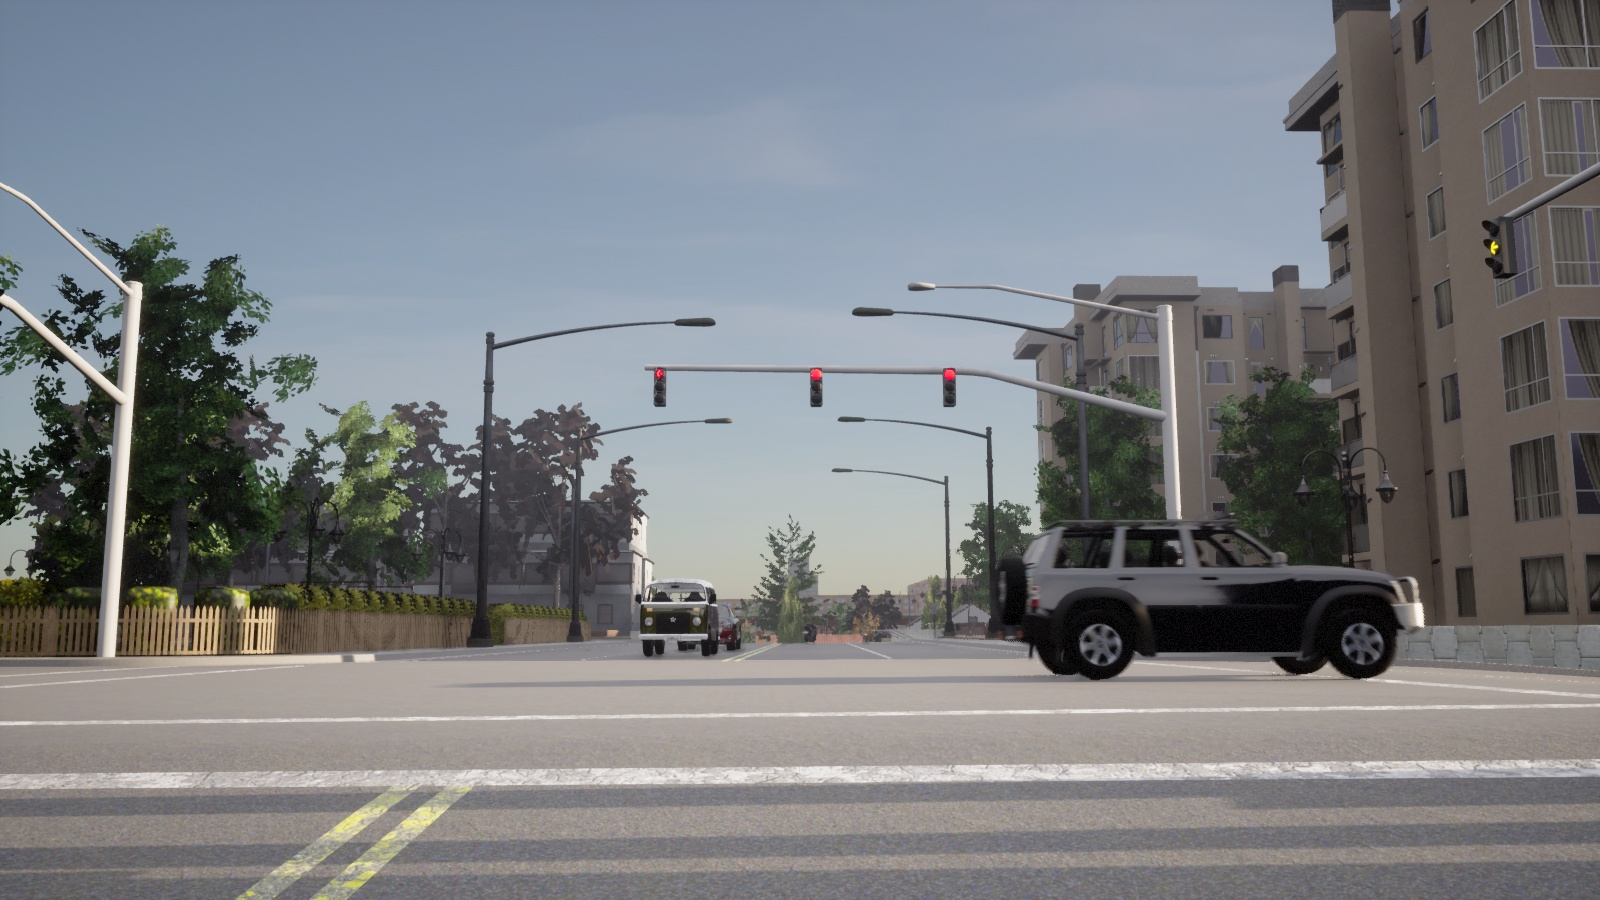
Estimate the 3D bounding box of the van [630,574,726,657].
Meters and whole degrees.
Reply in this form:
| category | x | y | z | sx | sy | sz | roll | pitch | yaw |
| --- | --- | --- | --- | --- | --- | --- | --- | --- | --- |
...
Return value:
| category | x | y | z | sx | sy | sz | roll | pitch | yaw |
| --- | --- | --- | --- | --- | --- | --- | --- | --- | --- |
| van | -3.161 | 4.443 | 33.520 | 2.069 | 2.038 | 4.480 | 0 | -8 | 1 |

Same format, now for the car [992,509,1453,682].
| category | x | y | z | sx | sy | sz | roll | pitch | yaw |
| --- | --- | --- | --- | --- | --- | --- | --- | --- | --- |
| car | 4.704 | 1.715 | 14.561 | 4.605 | 1.855 | 1.932 | 0 | -9 | 0 |

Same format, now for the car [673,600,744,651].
| category | x | y | z | sx | sy | sz | roll | pitch | yaw |
| --- | --- | --- | --- | --- | --- | --- | --- | --- | --- |
| car | -3.065 | 6.025 | 43.031 | 2.033 | 1.649 | 4.856 | 0 | -8 | 0 |

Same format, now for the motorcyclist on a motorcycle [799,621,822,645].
| category | x | y | z | sx | sy | sz | roll | pitch | yaw |
| --- | --- | --- | --- | --- | --- | --- | --- | --- | --- |
| motorcyclist on a motorcycle | 0.698 | 12.060 | 82.645 | 0.866 | 1.530 | 2.191 | -4 | -10 | 15 |
